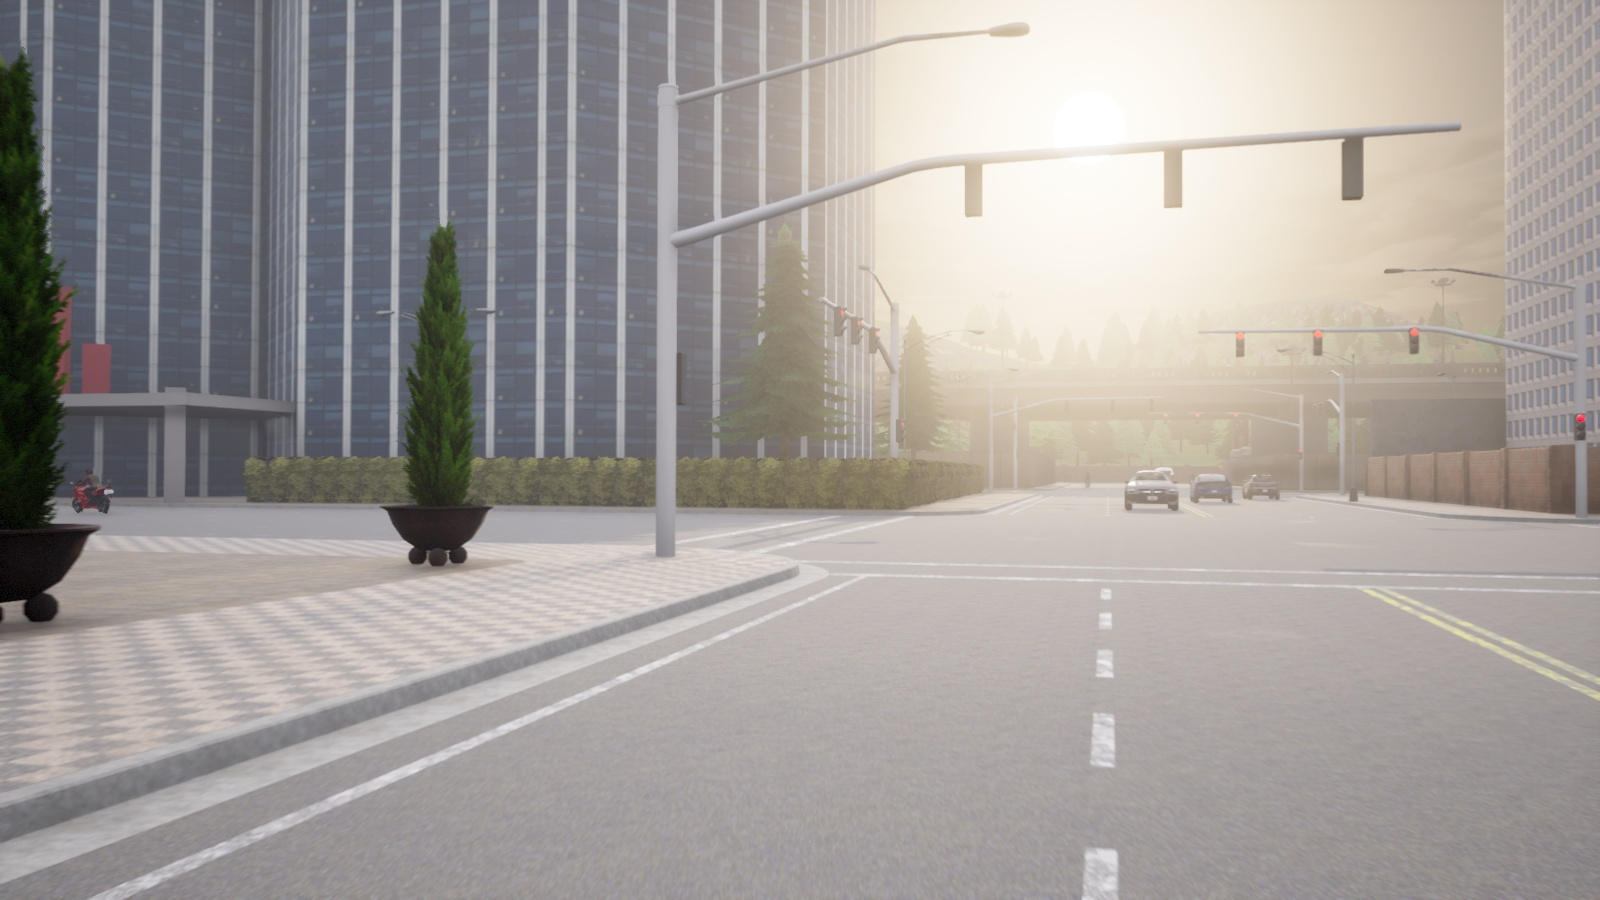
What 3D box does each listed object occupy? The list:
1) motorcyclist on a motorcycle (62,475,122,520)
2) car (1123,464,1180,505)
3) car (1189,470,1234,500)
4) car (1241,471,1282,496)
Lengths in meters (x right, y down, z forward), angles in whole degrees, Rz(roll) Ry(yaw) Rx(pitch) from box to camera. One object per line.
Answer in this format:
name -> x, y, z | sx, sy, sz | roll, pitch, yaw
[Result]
motorcyclist on a motorcycle -> -24.248, 1.613, 42.990 | 2.044, 1.523, 0.797 | -1, -1, 27
car -> 14.892, 1.428, 53.423 | 2.152, 1.651, 5.027 | 0, -1, 14
car -> 21.644, 1.815, 66.253 | 1.882, 1.535, 5.008 | 0, -1, 14
car -> 27.216, 1.962, 74.221 | 1.816, 1.474, 4.193 | 0, -1, 14
